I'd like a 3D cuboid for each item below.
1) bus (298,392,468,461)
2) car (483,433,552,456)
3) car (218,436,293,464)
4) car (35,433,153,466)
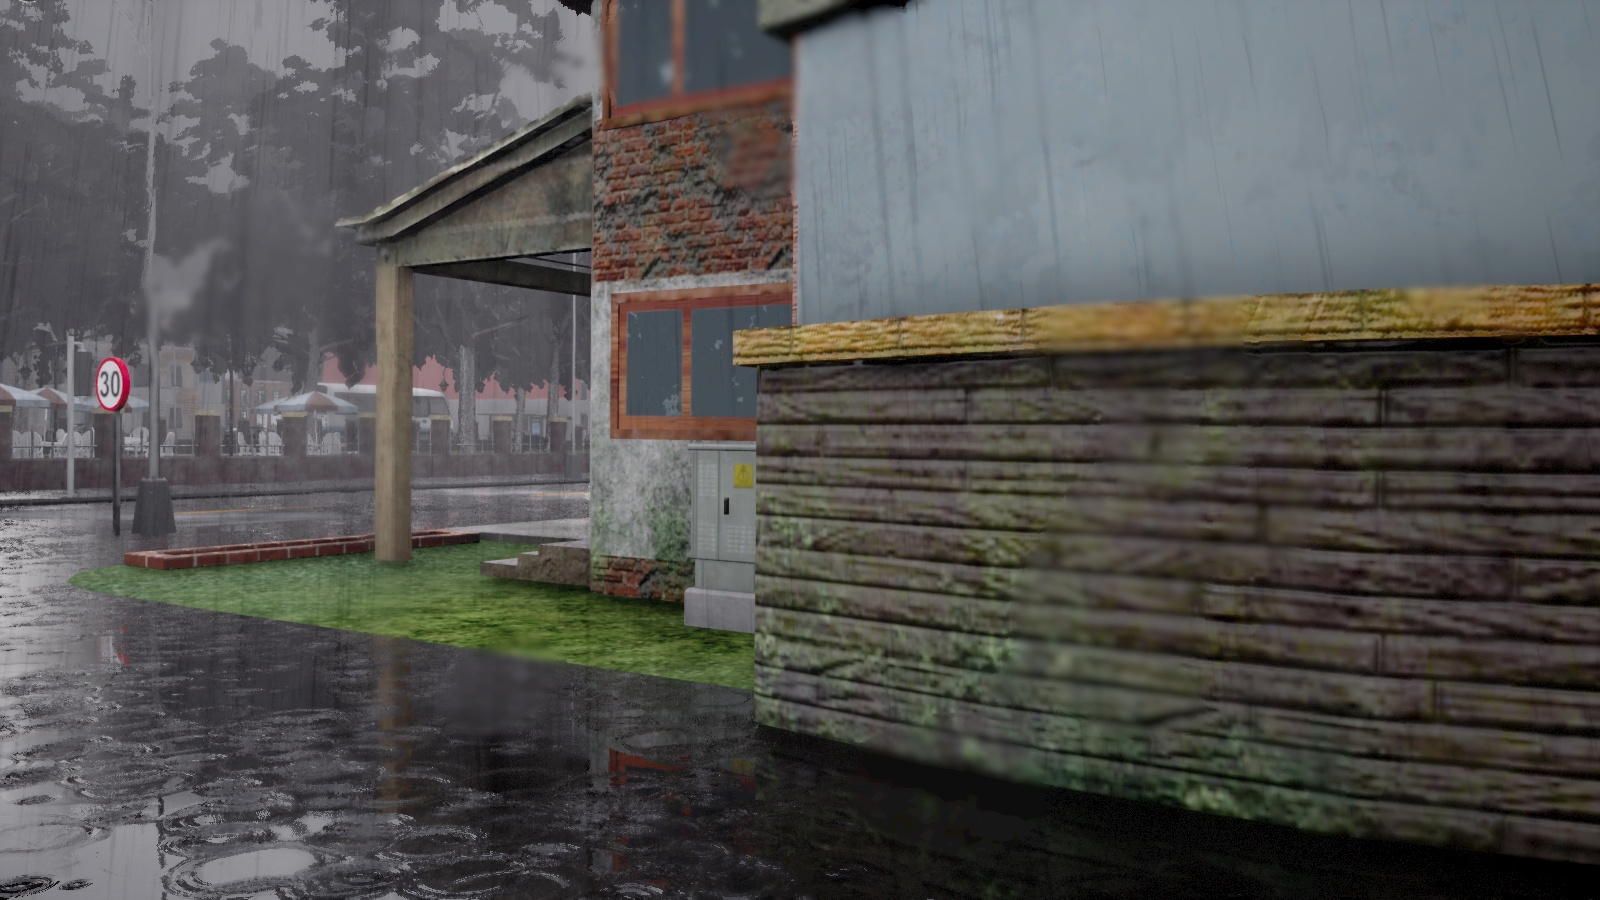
[{"bbox_3d":[-27.106,-1.524,82.317,3.944,4.253,10.273,0,1,33],"label":"bus"},{"bbox_3d":[-20.658,-0.409,92.079,2.033,1.649,4.856,0,1,33],"label":"car"},{"bbox_3d":[-32.264,-0.015,74.493,1.789,1.549,3.705,0,1,33],"label":"car"},{"bbox_3d":[-37.408,-0.062,66.681,2.152,1.651,5.027,0,1,33],"label":"car"}]
